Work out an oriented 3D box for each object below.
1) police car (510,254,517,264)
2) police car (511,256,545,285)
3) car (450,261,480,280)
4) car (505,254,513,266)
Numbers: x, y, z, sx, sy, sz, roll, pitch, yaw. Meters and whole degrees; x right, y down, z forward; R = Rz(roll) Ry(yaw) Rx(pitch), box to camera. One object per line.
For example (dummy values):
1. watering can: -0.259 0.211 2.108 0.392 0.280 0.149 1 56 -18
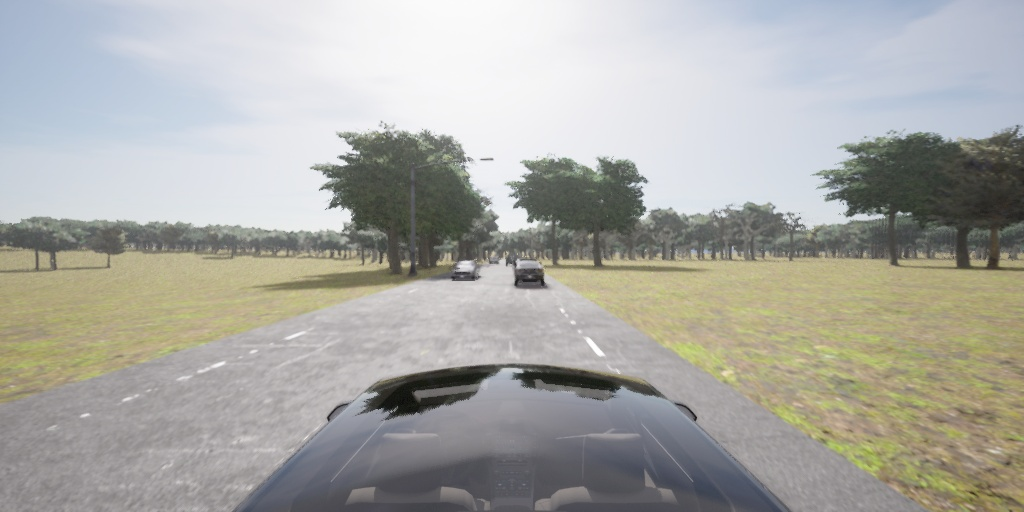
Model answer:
1. police car: 1.052 0.917 33.704 1.930 1.638 5.238 0 0 0
2. police car: 1.051 0.989 23.702 1.930 1.638 5.238 0 0 0
3. car: -3.587 1.076 28.428 2.033 1.411 5.357 0 0 0
4. car: 0.012 0.638 60.800 2.150 2.045 5.566 0 0 0
